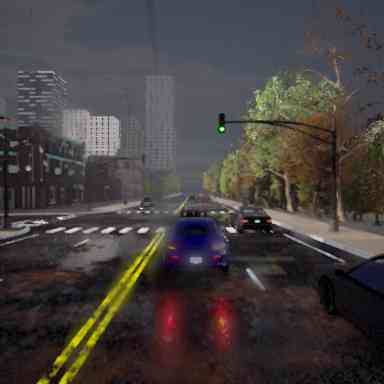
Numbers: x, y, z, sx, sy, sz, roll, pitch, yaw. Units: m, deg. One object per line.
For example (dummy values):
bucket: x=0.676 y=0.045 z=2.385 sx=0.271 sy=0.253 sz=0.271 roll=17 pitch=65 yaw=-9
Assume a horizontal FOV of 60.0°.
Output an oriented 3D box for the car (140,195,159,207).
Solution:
car: x=-6.561 y=1.502 z=49.972 sx=1.812 sy=1.442 sz=4.674 roll=0 pitch=0 yaw=0

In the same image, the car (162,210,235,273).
car: x=0.105 y=1.522 z=10.533 sx=1.812 sy=1.442 sz=4.674 roll=0 pitch=0 yaw=0

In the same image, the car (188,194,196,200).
car: x=0.024 y=1.326 z=84.709 sx=2.033 sy=1.411 sz=5.357 roll=0 pitch=0 yaw=0

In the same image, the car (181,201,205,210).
car: x=0.108 y=1.591 z=25.853 sx=1.895 sy=1.301 sz=4.718 roll=0 pitch=0 yaw=0

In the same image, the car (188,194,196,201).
car: x=0.020 y=1.453 z=74.290 sx=1.837 sy=1.490 sz=4.892 roll=0 pitch=0 yaw=0

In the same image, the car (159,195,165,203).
car: x=-6.493 y=1.320 z=65.441 sx=2.097 sy=1.767 sz=4.553 roll=0 pitch=0 yaw=0

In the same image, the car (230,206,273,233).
car: x=3.355 y=1.540 z=19.549 sx=2.033 sy=1.411 sz=5.357 roll=0 pitch=0 yaw=0

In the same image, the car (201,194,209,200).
car: x=3.274 y=1.326 z=84.708 sx=2.033 sy=1.411 sz=5.357 roll=0 pitch=0 yaw=0

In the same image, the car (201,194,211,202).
car: x=3.271 y=1.506 z=74.705 sx=1.994 sy=1.385 sz=4.181 roll=0 pitch=0 yaw=0

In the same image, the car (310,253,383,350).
car: x=3.344 y=1.545 z=4.439 sx=2.033 sy=1.411 sz=5.357 roll=0 pitch=0 yaw=0
